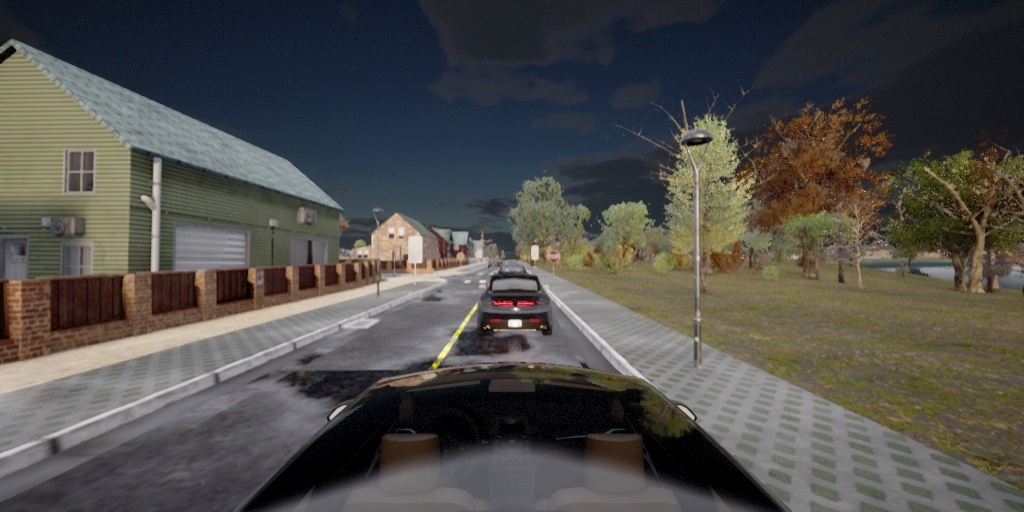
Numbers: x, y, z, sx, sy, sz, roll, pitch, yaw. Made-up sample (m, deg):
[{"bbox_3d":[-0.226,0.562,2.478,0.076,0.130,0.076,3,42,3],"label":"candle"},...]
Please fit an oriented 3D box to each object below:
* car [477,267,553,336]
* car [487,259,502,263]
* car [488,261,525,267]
[{"bbox_3d":[0.069,1.233,10.323,1.837,1.490,4.892,0,0,0],"label":"car"},{"bbox_3d":[-2.895,1.192,57.859,1.837,1.490,4.892,0,0,0],"label":"car"},{"bbox_3d":[0.030,1.201,19.672,2.128,1.511,4.902,0,0,0],"label":"car"}]
